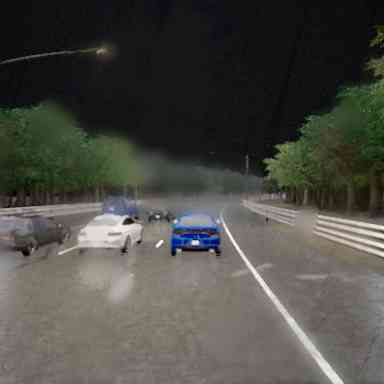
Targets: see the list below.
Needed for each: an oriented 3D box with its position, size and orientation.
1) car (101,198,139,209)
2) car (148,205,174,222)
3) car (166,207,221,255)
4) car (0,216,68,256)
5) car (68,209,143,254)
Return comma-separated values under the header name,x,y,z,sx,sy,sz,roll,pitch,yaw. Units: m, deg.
name,x,y,z,sx,sy,sz,roll,pitch,yaw
car,-6.084,1.506,28.702,2.150,2.045,5.566,0,-1,4
car,-2.558,1.819,28.844,1.812,1.442,4.674,0,0,4
car,0.202,1.619,14.020,1.882,1.535,5.008,0,0,2
car,-6.817,1.682,13.762,2.033,1.411,5.357,0,-1,2
car,-3.300,1.666,14.046,1.812,1.442,4.674,0,0,2
